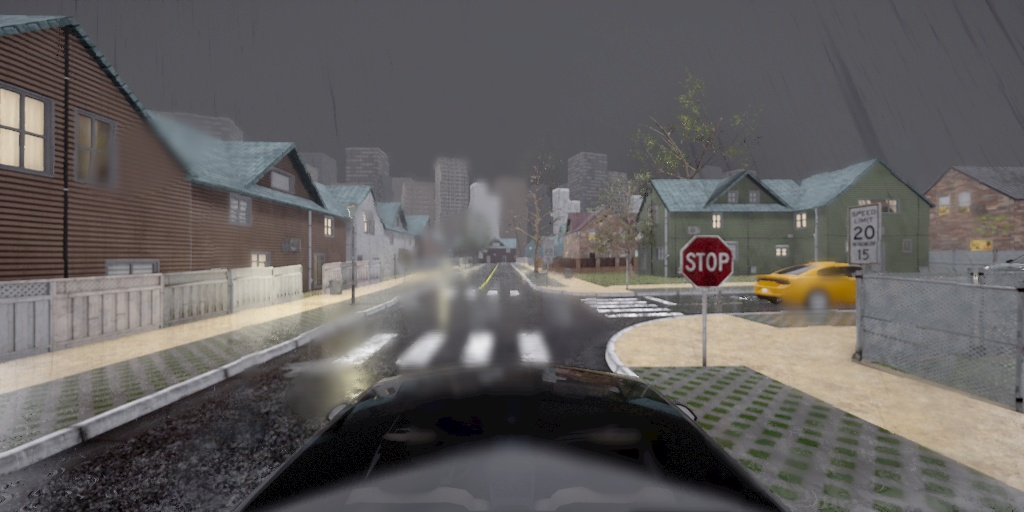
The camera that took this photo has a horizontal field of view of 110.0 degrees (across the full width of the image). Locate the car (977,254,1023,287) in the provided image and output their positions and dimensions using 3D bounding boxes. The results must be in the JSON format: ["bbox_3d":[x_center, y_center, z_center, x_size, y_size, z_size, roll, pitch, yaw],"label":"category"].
[{"bbox_3d":[23.132,0.555,15.340,4.553,1.767,2.097,-1,0,0],"label":"car"}]

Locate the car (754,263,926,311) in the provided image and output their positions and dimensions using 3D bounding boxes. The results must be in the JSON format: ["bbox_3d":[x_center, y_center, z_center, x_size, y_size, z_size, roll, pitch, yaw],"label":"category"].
[{"bbox_3d":[11.259,0.978,12.474,5.008,1.535,1.882,-2,0,0],"label":"car"}]
